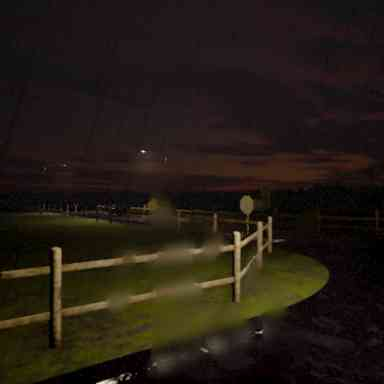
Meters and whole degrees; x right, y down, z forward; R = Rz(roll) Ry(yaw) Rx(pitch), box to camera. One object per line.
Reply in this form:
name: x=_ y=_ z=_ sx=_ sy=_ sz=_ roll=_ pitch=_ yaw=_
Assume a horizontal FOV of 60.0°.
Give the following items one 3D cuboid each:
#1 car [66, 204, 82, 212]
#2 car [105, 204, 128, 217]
car: x=-21.407 y=2.835 z=60.147 sx=1.994 sy=1.385 sz=4.181 roll=0 pitch=-1 yaw=-34
car: x=-9.775 y=2.369 z=43.168 sx=1.837 sy=1.490 sz=4.892 roll=0 pitch=-1 yaw=-34
